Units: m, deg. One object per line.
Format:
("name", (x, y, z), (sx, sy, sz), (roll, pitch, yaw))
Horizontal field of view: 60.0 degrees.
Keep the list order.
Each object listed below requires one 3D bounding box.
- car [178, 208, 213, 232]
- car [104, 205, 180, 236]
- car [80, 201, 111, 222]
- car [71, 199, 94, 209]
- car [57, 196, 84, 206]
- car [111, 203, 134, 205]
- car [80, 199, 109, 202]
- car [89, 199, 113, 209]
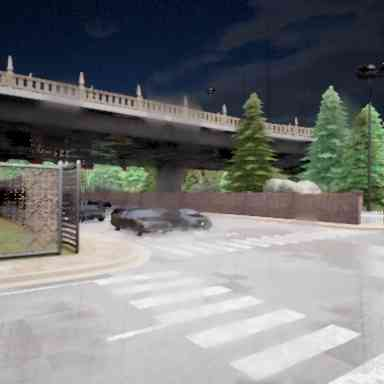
("car", (-0.493, 1.775, 22.143), (1.994, 1.385, 4.181), (1, -1, -35))
("car", (-3.167, 1.714, 19.837), (2.033, 1.411, 5.357), (1, -1, -35))
("car", (-8.997, 1.714, 28.053), (2.033, 1.411, 5.357), (1, -1, -35))
("car", (-16.598, 1.816, 50.300), (1.994, 1.385, 4.181), (1, -1, -40))
("car", (-21.911, 1.620, 59.959), (4.553, 1.767, 2.097), (0, 0, 31))
("car", (-5.372, 1.775, 28.982), (1.994, 1.385, 4.181), (1, -1, -36))
("car", (-11.122, 1.717, 37.029), (1.837, 1.490, 4.892), (1, -1, -36))
("car", (-14.549, 1.858, 53.225), (1.994, 1.385, 4.181), (1, -1, -42))
